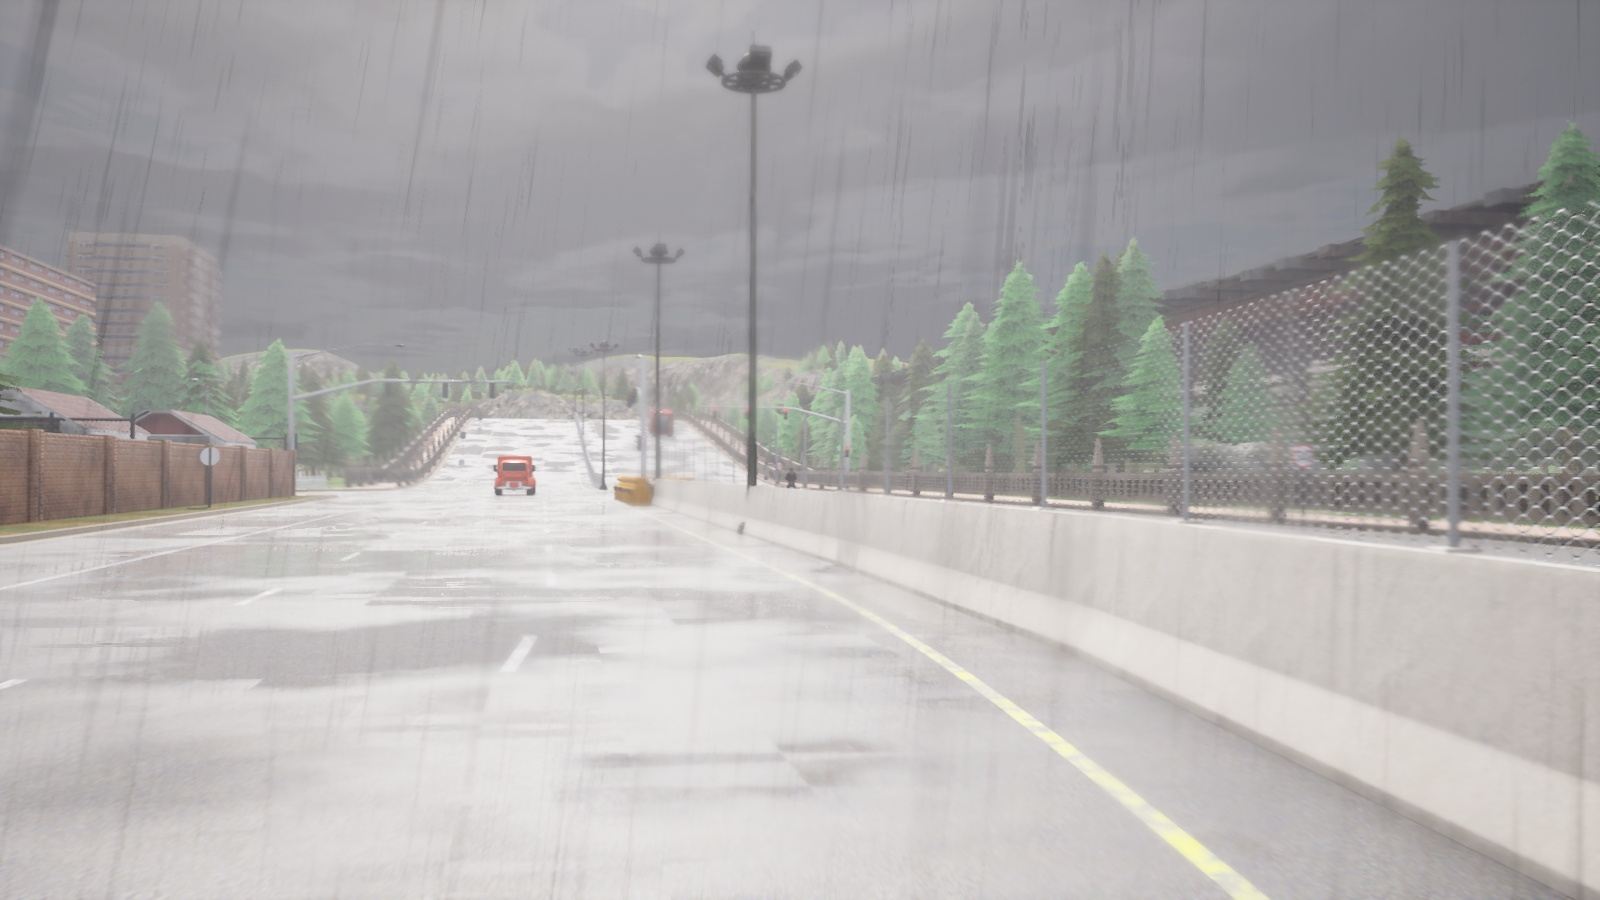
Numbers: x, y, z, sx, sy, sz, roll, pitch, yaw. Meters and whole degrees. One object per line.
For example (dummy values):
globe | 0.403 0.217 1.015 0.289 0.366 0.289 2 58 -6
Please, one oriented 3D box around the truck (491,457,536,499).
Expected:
truck | -17.731 1.715 78.030 2.627 2.467 5.204 0 -1 -12
